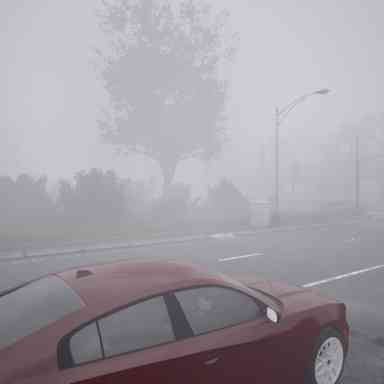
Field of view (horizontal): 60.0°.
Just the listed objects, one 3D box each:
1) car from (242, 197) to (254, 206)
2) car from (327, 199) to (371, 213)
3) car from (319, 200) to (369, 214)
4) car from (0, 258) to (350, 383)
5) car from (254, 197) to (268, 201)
[{"bbox_3d":[6.665,1.509,49.652,1.812,1.442,4.674,0,0,-33],"label":"car"},{"bbox_3d":[18.062,1.564,38.375,1.994,1.385,4.181,0,0,-35],"label":"car"},{"bbox_3d":[15.926,1.601,35.016,1.895,1.301,4.718,0,0,-32],"label":"car"},{"bbox_3d":[-0.315,1.478,3.520,5.008,1.535,1.882,0,0,-35],"label":"car"},{"bbox_3d":[10.141,1.512,50.710,1.812,1.442,4.674,0,0,-33],"label":"car"}]
